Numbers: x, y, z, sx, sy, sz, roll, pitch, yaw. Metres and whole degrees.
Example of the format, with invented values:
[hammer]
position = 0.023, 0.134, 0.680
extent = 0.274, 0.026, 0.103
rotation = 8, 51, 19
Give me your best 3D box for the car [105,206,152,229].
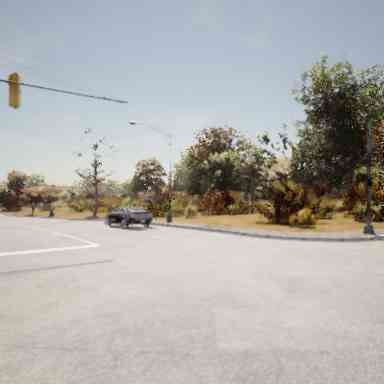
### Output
[car]
position = -4.708, 1.793, 24.204
extent = 2.128, 1.511, 4.902
rotation = 1, -2, -37
